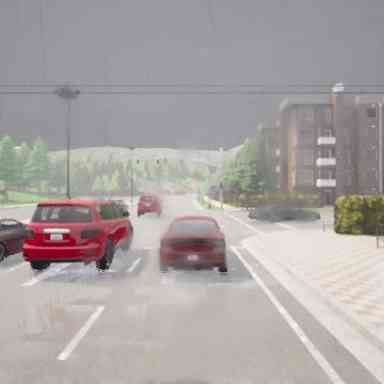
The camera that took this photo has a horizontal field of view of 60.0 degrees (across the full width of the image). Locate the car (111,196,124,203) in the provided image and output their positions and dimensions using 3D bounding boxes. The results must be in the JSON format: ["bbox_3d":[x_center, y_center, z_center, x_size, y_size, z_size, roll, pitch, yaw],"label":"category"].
[{"bbox_3d":[-16.625,1.698,74.184,1.882,1.535,5.008,0,0,0],"label":"car"}]

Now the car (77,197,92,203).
[{"bbox_3d":[-23.622,1.745,73.544,1.812,1.442,4.674,0,0,0],"label":"car"}]

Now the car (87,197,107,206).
[{"bbox_3d":[-16.576,1.666,58.224,2.128,1.511,4.902,0,0,0],"label":"car"}]

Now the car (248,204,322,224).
[{"bbox_3d":[7.034,1.618,25.253,5.357,1.411,2.033,0,0,-11],"label":"car"}]

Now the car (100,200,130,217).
[{"bbox_3d":[-7.633,1.591,33.579,2.128,1.511,4.902,0,0,-3],"label":"car"}]

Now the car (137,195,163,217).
[{"bbox_3d":[-4.076,1.317,32.634,2.150,2.045,5.566,0,0,-3],"label":"car"}]

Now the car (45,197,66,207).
[{"bbox_3d":[-23.566,1.701,57.728,1.812,1.442,4.674,0,0,0],"label":"car"}]

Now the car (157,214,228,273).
[{"bbox_3d":[0.100,1.509,10.825,1.882,1.535,5.008,0,0,2],"label":"car"}]

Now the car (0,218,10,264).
[{"bbox_3d":[-6.981,1.601,11.843,1.994,1.385,4.181,0,0,0],"label":"car"}]

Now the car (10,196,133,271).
[{"bbox_3d":[-3.467,1.255,11.183,2.150,2.045,5.566,0,0,0],"label":"car"}]
